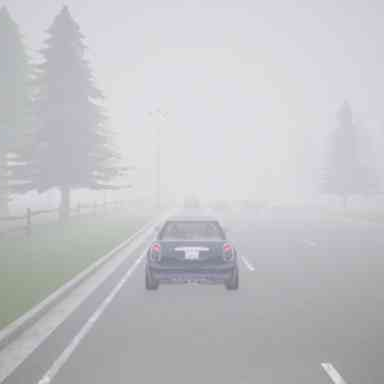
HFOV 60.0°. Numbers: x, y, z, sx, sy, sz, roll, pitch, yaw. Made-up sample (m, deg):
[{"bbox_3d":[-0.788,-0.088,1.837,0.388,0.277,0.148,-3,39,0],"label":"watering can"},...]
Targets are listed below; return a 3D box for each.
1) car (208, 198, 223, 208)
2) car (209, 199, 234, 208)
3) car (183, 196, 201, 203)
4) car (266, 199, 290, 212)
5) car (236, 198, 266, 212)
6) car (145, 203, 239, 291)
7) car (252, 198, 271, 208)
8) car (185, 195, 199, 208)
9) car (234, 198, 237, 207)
[{"bbox_3d":[3.500,1.653,50.330,1.895,1.301,4.718,0,0,0],"label":"car"},{"bbox_3d":[3.500,1.606,40.297,1.994,1.385,4.181,0,0,0],"label":"car"},{"bbox_3d":[0.000,1.394,40.267,2.097,1.767,4.553,0,0,0],"label":"car"},{"bbox_3d":[10.500,1.567,40.297,1.812,1.442,4.674,0,0,0],"label":"car"},{"bbox_3d":[7.000,1.589,39.880,2.033,1.411,5.357,0,0,0],"label":"car"},{"bbox_3d":[0.000,1.362,9.230,2.097,1.767,4.553,0,0,0],"label":"car"},{"bbox_3d":[10.500,1.616,50.300,1.994,1.385,4.181,0,0,0],"label":"car"},{"bbox_3d":[0.000,1.404,50.270,2.097,1.767,4.553,0,0,0],"label":"car"},{"bbox_3d":[7.000,1.616,50.300,1.994,1.385,4.181,0,0,0],"label":"car"}]
